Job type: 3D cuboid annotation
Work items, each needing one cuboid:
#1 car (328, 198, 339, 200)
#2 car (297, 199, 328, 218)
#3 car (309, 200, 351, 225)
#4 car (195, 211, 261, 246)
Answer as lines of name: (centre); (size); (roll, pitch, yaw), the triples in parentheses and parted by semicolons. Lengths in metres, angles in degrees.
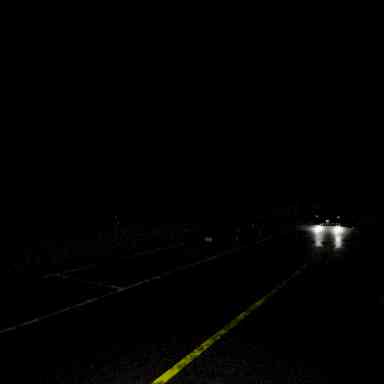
car: (13.491, 1.567, 34.156); (1.947, 1.339, 4.313); (0, 0, 32)
car: (10.575, 1.582, 29.464); (1.802, 1.307, 4.206); (0, 0, 32)
car: (10.371, 1.548, 24.269); (2.033, 1.411, 5.357); (0, 0, 32)
car: (1.827, 1.566, 15.385); (1.947, 1.339, 4.313); (0, 0, 32)
